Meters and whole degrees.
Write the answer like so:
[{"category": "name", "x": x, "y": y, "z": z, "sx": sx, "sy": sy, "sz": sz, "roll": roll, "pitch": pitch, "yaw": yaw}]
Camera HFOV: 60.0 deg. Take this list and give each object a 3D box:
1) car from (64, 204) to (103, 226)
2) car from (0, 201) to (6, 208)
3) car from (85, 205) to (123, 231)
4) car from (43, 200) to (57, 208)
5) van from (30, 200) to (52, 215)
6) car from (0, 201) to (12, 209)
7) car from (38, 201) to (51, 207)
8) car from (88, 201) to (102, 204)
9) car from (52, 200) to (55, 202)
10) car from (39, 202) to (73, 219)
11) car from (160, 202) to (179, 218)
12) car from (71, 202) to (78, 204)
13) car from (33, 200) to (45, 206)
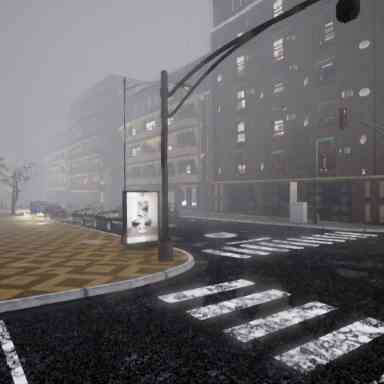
[{"category": "car", "x": -8.797, "y": 1.968, "z": 27.646, "sx": 2.008, "sy": 1.369, "sz": 4.403, "roll": -2, "pitch": 0, "yaw": -36}, {"category": "car", "x": -44.588, "y": 2.860, "z": 77.366, "sx": 1.887, "sy": 1.381, "sz": 4.507, "roll": -2, "pitch": 0, "yaw": -36}, {"category": "car", "x": -5.534, "y": 1.887, "z": 23.133, "sx": 2.008, "sy": 1.369, "sz": 4.403, "roll": -2, "pitch": 0, "yaw": -36}, {"category": "car", "x": -31.274, "y": 2.526, "z": 73.249, "sx": 1.967, "sy": 1.590, "sz": 4.097, "roll": -2, "pitch": 0, "yaw": -36}, {"category": "van", "x": -19.788, "y": 2.034, "z": 43.013, "sx": 1.690, "sy": 1.788, "sz": 3.998, "roll": -2, "pitch": 0, "yaw": -36}, {"category": "car", "x": -38.062, "y": 2.702, "z": 68.340, "sx": 2.008, "sy": 1.369, "sz": 4.403, "roll": -2, "pitch": 0, "yaw": -36}, {"category": "car", "x": -34.533, "y": 2.734, "z": 77.762, "sx": 1.947, "sy": 1.339, "sz": 4.313, "roll": -2, "pitch": 0, "yaw": -36}, {"category": "car", "x": -14.954, "y": 2.117, "z": 50.687, "sx": 1.967, "sy": 1.590, "sz": 4.097, "roll": -2, "pitch": 0, "yaw": -36}, {"category": "car", "x": -25.325, "y": 2.469, "z": 60.621, "sx": 1.994, "sy": 1.385, "sz": 4.181, "roll": -1, "pitch": -1, "yaw": -36}, {"category": "car", "x": -14.871, "y": 2.114, "z": 36.124, "sx": 1.887, "sy": 1.381, "sz": 4.507, "roll": -2, "pitch": 0, "yaw": -36}, {"category": "car", "x": -3.110, "y": 1.823, "z": 34.520, "sx": 1.967, "sy": 1.590, "sz": 4.097, "roll": -2, "pitch": 0, "yaw": -36}, {"category": "car", "x": -21.480, "y": 2.423, "z": 59.710, "sx": 1.802, "sy": 1.307, "sz": 4.206, "roll": -2, "pitch": 0, "yaw": -36}, {"category": "car", "x": -37.797, "y": 2.795, "z": 82.275, "sx": 1.887, "sy": 1.381, "sz": 4.507, "roll": -2, "pitch": 0, "yaw": -36}]
